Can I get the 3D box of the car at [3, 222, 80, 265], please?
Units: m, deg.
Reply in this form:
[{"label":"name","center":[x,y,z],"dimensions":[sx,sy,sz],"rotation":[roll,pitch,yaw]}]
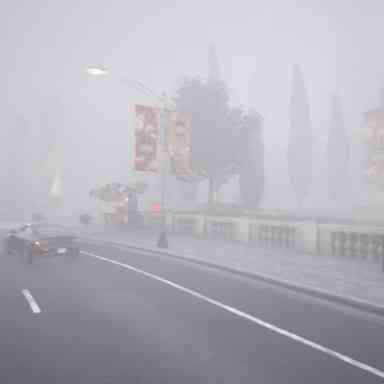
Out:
[{"label":"car","center":[-6.085,1.918,13.369],"dimensions":[1.812,1.442,4.674],"rotation":[2,-2,-42]}]
